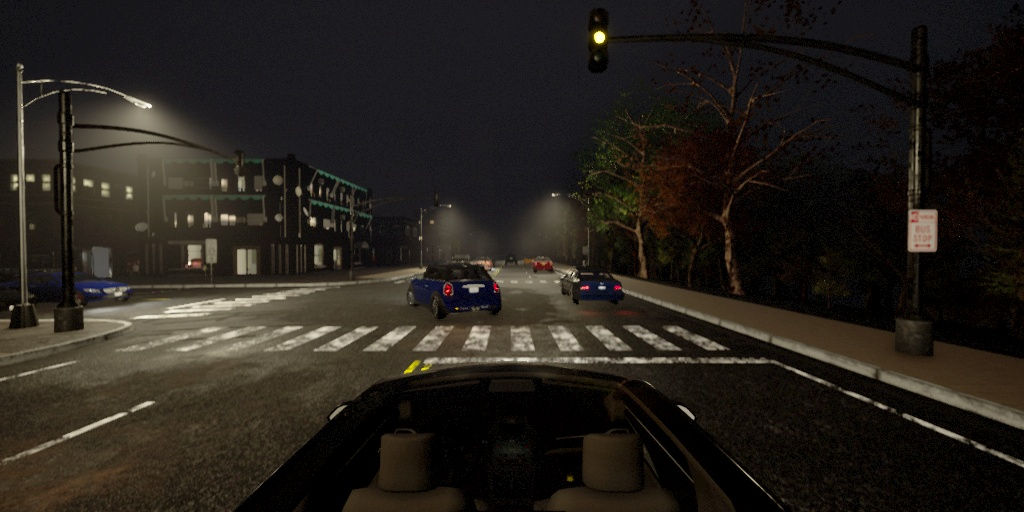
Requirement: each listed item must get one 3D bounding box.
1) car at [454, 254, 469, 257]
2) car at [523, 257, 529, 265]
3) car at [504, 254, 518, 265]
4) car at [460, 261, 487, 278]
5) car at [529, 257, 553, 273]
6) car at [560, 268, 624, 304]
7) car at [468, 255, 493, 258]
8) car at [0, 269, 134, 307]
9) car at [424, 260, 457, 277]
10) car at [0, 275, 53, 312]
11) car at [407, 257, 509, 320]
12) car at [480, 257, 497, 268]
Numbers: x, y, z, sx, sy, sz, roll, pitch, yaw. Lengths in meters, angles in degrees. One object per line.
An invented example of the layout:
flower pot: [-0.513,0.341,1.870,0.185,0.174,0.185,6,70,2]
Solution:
car: [-6.668,0.691,47.419,2.150,2.045,5.566,0,0,0]
car: [3.140,0.834,65.383,1.882,1.535,5.008,0,1,0]
car: [-0.127,0.594,62.931,2.150,2.045,5.566,0,0,0]
car: [-3.405,1.164,32.287,1.895,1.301,4.718,0,0,0]
car: [3.273,0.871,39.361,2.097,1.767,4.553,0,0,0]
car: [3.323,1.213,15.799,2.033,1.411,5.357,0,0,0]
car: [-3.419,0.861,41.259,2.097,1.767,4.553,0,0,0]
car: [-19.358,1.410,15.561,4.674,1.442,1.812,-1,1,1]
car: [-6.656,1.100,34.006,2.033,1.411,5.357,0,0,0]
car: [-19.969,1.500,12.865,4.313,1.339,1.948,0,0,0]
car: [-2.213,1.038,12.737,2.097,1.767,4.553,0,1,-30]
car: [-3.429,0.919,53.433,2.128,1.511,4.902,0,1,0]
